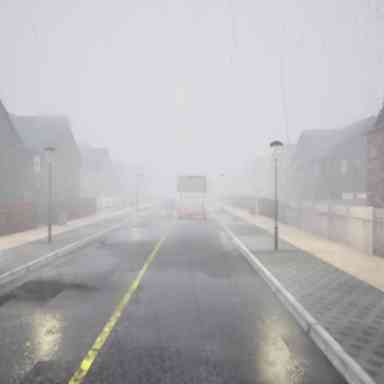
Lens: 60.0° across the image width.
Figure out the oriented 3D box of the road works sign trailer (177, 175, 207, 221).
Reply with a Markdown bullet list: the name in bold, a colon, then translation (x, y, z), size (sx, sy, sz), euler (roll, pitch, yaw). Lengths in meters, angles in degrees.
- **road works sign trailer**: translation (0.003, 0.438, 27.159), size (2.380, 3.560, 2.880), euler (0, 0, 0)

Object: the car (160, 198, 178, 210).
- **car**: translation (-2.837, 1.500, 42.259), size (1.837, 1.490, 4.892), euler (0, 0, 0)
